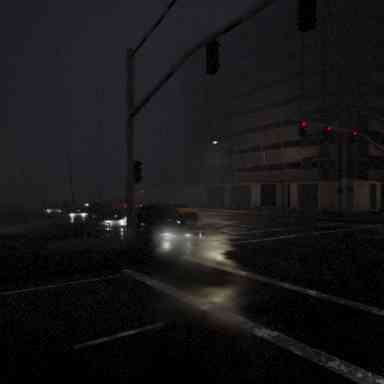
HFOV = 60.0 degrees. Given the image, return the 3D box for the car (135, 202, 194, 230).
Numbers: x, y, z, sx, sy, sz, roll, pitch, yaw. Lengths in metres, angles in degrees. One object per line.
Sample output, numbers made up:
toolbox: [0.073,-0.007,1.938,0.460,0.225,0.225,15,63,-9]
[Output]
car: [-2.190,1.560,21.743,1.837,1.490,4.892,0,0,-36]

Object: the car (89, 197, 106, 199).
car: [-12.875,1.603,42.845,2.033,1.411,5.357,0,0,-35]

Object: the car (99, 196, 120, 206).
car: [-14.184,1.533,57.095,1.882,1.535,5.008,0,0,-35]

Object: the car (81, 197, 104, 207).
car: [-16.266,1.547,53.983,2.128,1.511,4.902,0,0,-35]

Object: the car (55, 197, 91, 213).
car: [-13.688,1.603,37.944,2.033,1.411,5.357,0,0,-35]

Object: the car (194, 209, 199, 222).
car: [-1.419,1.533,26.702,1.882,1.535,5.008,0,0,-35]

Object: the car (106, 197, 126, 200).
car: [-6.792,1.407,34.265,2.097,1.767,4.553,0,0,-35]

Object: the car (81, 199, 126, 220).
car: [-7.831,1.603,29.682,2.033,1.411,5.357,0,0,-35]

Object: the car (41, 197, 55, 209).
car: [-19.780,1.533,46.587,1.882,1.535,5.008,0,0,-35]
